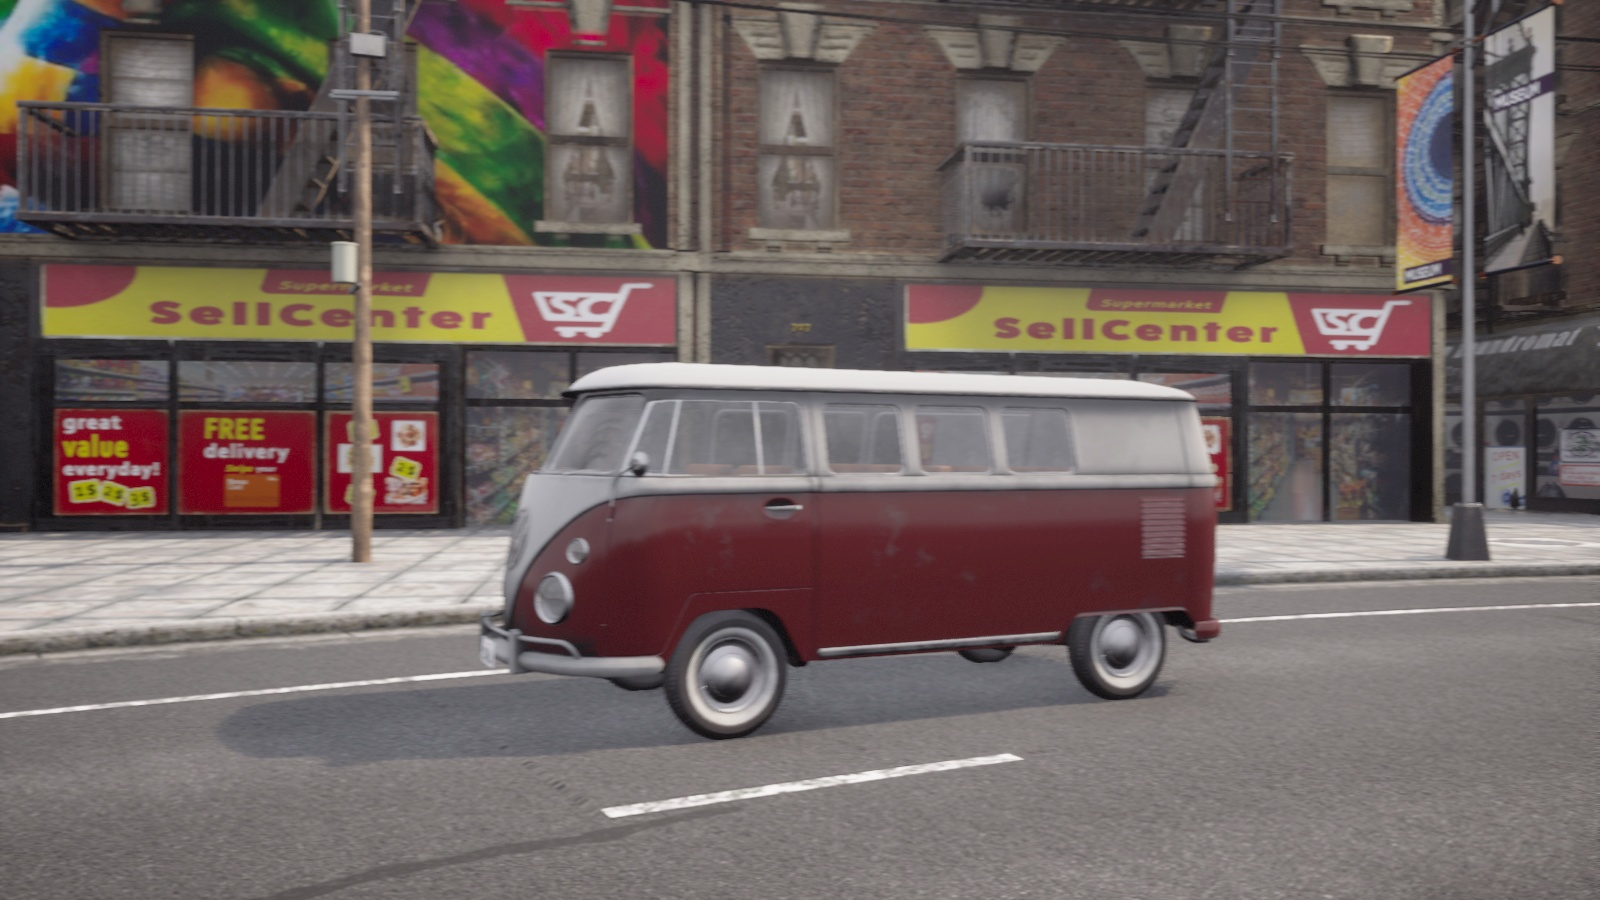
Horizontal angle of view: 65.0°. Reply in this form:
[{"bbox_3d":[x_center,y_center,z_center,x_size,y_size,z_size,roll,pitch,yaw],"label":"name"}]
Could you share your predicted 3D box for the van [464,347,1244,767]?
[{"bbox_3d":[0.371,0.507,7.678,4.442,1.987,1.775,0,0,-25],"label":"van"}]
